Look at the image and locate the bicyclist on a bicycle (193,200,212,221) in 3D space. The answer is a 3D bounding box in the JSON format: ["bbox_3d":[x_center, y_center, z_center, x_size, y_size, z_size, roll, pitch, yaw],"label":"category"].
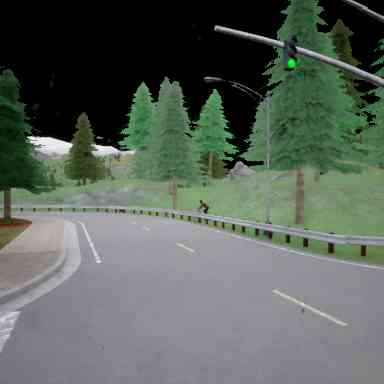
[{"bbox_3d":[0.840,1.432,25.529,1.656,1.620,0.582,-1,2,-20],"label":"bicyclist on a bicycle"}]
